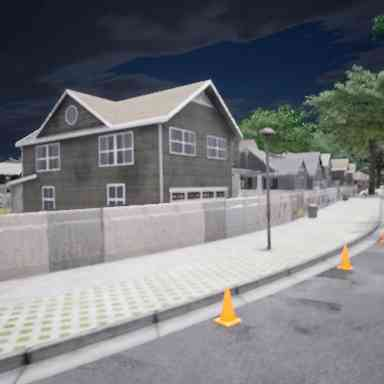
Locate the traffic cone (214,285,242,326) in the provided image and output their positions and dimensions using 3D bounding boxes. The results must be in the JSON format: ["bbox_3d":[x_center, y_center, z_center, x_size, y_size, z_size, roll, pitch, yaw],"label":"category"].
[{"bbox_3d":[0.597,1.855,5.545,0.340,0.580,0.340,-2,1,-41],"label":"traffic cone"}]

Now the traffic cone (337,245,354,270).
[{"bbox_3d":[4.065,1.712,8.810,0.340,0.580,0.340,0,1,44],"label":"traffic cone"}]

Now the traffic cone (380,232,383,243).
[{"bbox_3d":[7.210,1.572,12.388,0.340,0.580,0.340,-1,1,39],"label":"traffic cone"}]
